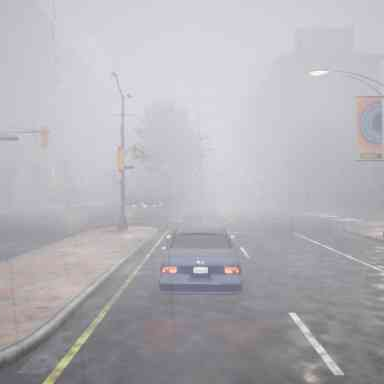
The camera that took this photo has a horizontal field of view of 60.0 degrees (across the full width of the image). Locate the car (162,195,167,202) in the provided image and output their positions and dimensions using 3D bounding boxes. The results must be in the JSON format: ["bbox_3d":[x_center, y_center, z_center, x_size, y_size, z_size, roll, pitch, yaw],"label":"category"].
[{"bbox_3d":[-6.824,1.352,66.713,2.097,1.767,4.553,0,0,1],"label":"car"}]

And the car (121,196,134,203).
[{"bbox_3d":[-13.491,1.595,69.781,1.895,1.301,4.718,0,0,1],"label":"car"}]

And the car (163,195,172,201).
[{"bbox_3d":[-6.434,1.478,86.581,1.882,1.535,5.008,0,0,1],"label":"car"}]

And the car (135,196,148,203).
[{"bbox_3d":[-10.281,1.505,67.992,1.837,1.490,4.892,0,0,1],"label":"car"}]

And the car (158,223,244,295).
[{"bbox_3d":[0.225,1.547,8.891,2.033,1.411,5.357,0,0,1],"label":"car"}]

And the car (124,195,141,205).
[{"bbox_3d":[-10.537,1.352,57.817,2.097,1.767,4.553,0,0,1],"label":"car"}]

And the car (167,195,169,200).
[{"bbox_3d":[-6.618,1.525,76.487,2.128,1.511,4.902,0,0,1],"label":"car"}]

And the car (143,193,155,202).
[{"bbox_3d":[-10.079,1.225,78.678,2.150,2.045,5.566,0,0,1],"label":"car"}]

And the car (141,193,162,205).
[{"bbox_3d":[-7.037,1.352,57.941,2.097,1.767,4.553,0,0,1],"label":"car"}]
